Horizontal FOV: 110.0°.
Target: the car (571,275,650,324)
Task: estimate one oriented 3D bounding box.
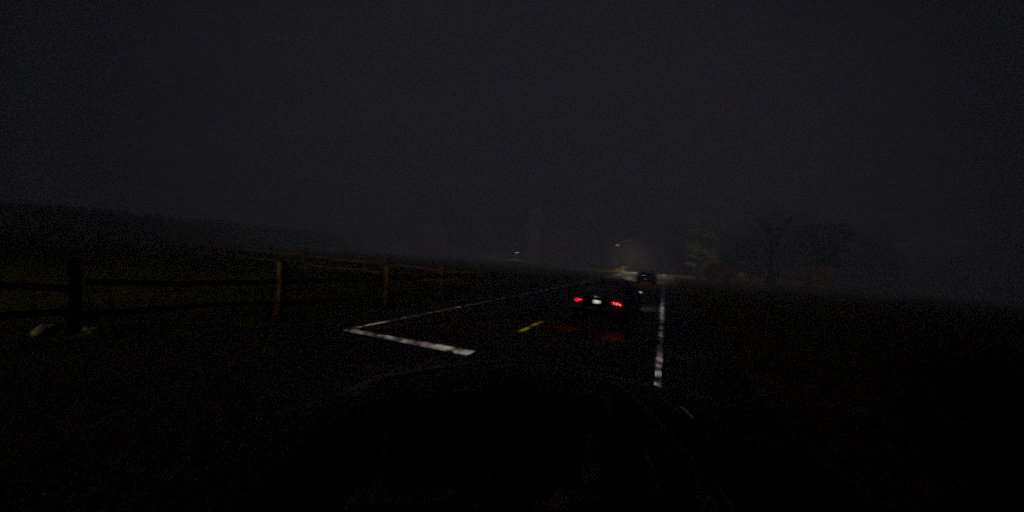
[{"bbox_3d":[3.734,1.561,13.531,2.033,1.411,5.357,3,0,26],"label":"car"}]

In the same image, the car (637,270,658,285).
[{"bbox_3d":[14.466,2.223,38.518,2.128,1.511,4.902,3,0,23],"label":"car"}]
